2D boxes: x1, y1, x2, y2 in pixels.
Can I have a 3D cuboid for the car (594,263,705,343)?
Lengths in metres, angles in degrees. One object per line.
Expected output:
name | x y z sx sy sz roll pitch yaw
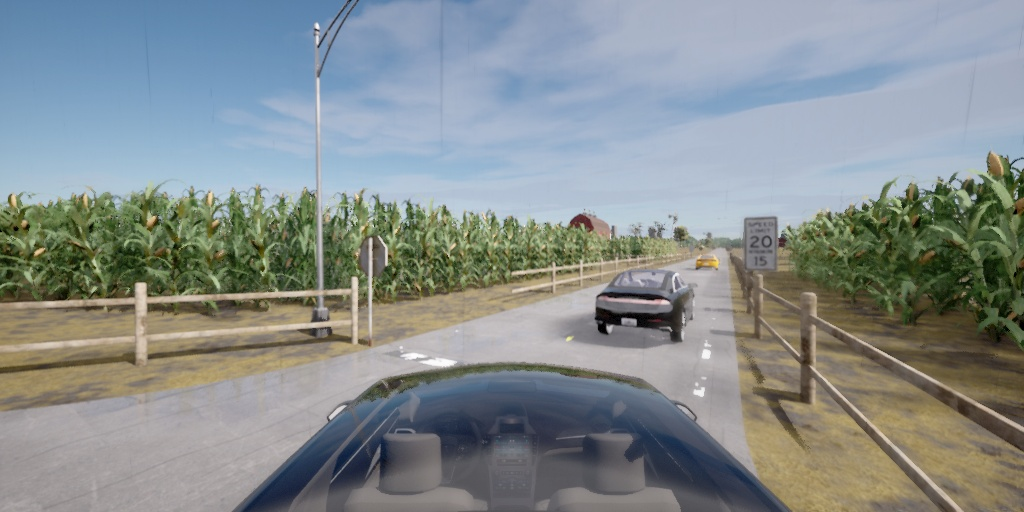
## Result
car | 3.635 1.100 9.404 2.128 1.511 4.902 0 1 31

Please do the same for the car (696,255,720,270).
car | 19.726 0.586 36.172 1.882 1.535 5.008 0 1 31
